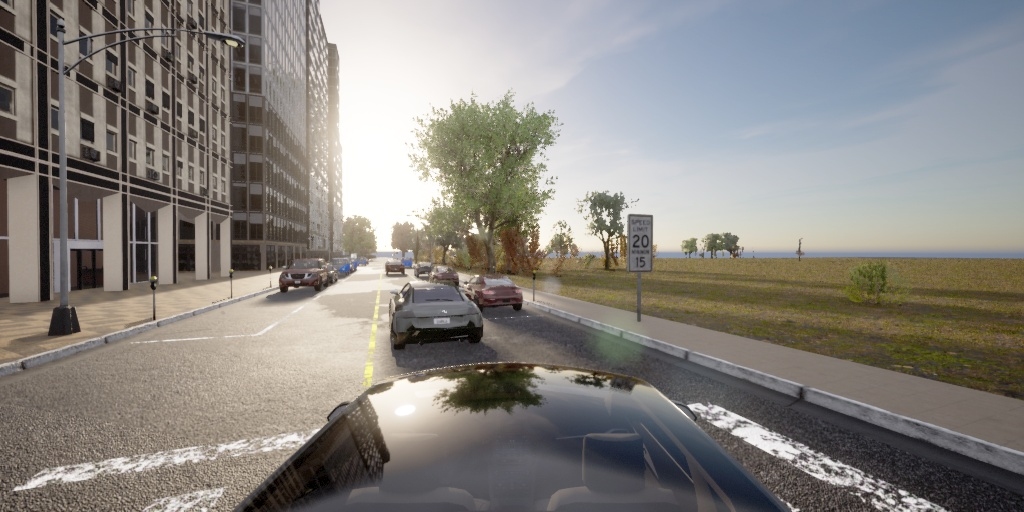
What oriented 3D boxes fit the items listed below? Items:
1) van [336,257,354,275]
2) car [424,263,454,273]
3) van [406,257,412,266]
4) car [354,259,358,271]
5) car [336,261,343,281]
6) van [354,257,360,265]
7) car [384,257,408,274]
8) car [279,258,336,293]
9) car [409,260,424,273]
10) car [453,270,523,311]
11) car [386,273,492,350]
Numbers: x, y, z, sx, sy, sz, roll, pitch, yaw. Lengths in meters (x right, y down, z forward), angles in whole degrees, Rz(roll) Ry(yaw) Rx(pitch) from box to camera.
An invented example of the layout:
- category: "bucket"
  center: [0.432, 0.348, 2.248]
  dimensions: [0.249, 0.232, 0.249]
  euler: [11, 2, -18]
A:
- category: "van"
  center: [-17.716, 1.078, 37.049]
  dimensions: [1.690, 1.789, 3.998]
  euler: [0, 0, -20]
- category: "car"
  center: [-4.650, 1.317, 24.222]
  dimensions: [1.802, 1.307, 4.207]
  euler: [0, 0, -20]
- category: "van"
  center: [-17.820, 1.059, 60.705]
  dimensions: [1.690, 1.789, 3.998]
  euler: [0, 0, -20]
- category: "car"
  center: [-19.587, 1.317, 42.272]
  dimensions: [1.802, 1.307, 4.207]
  euler: [0, 0, -20]
- category: "car"
  center: [-14.019, 1.308, 26.588]
  dimensions: [1.948, 1.339, 4.313]
  euler: [0, 0, -20]
- category: "van"
  center: [-21.458, 1.074, 47.495]
  dimensions: [1.690, 1.789, 3.998]
  euler: [0, 0, -20]
- category: "car"
  center: [-12.789, 1.209, 39.230]
  dimensions: [1.882, 1.535, 5.008]
  euler: [0, 0, -19]
- category: "car"
  center: [-12.192, 1.060, 21.351]
  dimensions: [2.192, 1.841, 5.009]
  euler: [0, 0, -20]
- category: "car"
  center: [-8.475, 1.281, 34.623]
  dimensions: [2.007, 1.370, 4.403]
  euler: [0, 0, -20]
- category: "car"
  center: [-0.878, 1.323, 13.799]
  dimensions: [1.802, 1.307, 4.207]
  euler: [0, 0, -20]
- category: "car"
  center: [-2.124, 1.310, 9.287]
  dimensions: [1.994, 1.385, 4.181]
  euler: [0, 0, -20]
